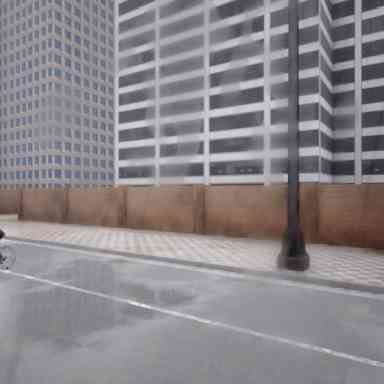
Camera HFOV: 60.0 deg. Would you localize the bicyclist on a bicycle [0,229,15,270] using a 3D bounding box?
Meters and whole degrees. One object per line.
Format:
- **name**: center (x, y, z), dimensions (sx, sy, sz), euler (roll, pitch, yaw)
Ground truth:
- **bicyclist on a bicycle**: center (-5.659, 1.451, 9.100), dimensions (0.582, 1.620, 1.656), euler (0, 2, 33)
